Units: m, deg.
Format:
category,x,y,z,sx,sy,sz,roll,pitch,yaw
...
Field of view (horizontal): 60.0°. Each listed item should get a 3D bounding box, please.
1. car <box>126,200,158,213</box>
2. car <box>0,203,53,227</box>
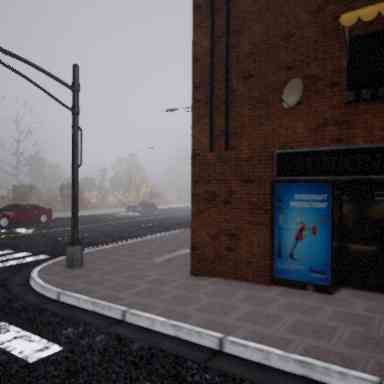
category,x,y,z,sx,sy,sz,roll,pitch,yaw
car,-5.630,1.618,37.753,1.994,1.385,4.181,1,0,26
car,-12.518,1.554,23.984,1.882,1.535,5.008,1,0,27
